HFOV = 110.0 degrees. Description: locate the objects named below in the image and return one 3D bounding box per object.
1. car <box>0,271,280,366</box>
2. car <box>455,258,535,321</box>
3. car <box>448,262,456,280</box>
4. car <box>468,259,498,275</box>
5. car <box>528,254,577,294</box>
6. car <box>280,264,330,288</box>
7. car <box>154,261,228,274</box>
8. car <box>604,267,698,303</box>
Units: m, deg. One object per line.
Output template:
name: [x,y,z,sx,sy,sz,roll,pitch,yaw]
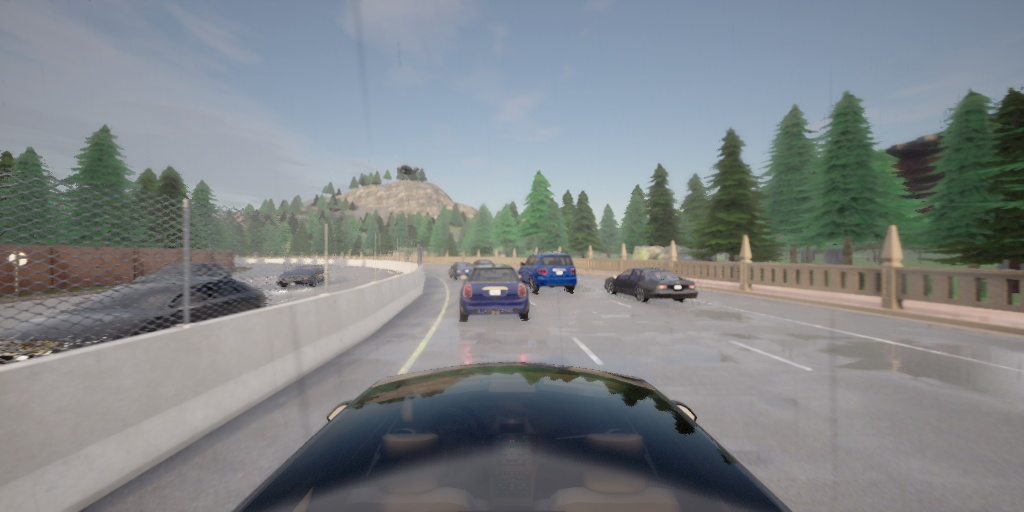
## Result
car: [-7.411,1.251,7.698,1.837,1.490,4.892,1,0,-4]
car: [-0.717,1.059,12.421,2.097,1.767,4.553,0,0,-6]
car: [-4.123,1.190,29.713,2.033,1.411,5.357,0,0,-16]
car: [-3.141,1.083,37.692,1.882,1.535,5.008,0,0,-20]
car: [1.791,0.890,19.728,2.150,2.045,5.566,0,0,-10]
car: [-13.536,1.243,23.672,2.033,1.411,5.357,0,0,-14]
car: [-15.770,1.079,17.419,2.097,1.767,4.553,0,0,-11]
car: [5.943,1.219,16.086,2.033,1.411,5.357,0,0,-8]
